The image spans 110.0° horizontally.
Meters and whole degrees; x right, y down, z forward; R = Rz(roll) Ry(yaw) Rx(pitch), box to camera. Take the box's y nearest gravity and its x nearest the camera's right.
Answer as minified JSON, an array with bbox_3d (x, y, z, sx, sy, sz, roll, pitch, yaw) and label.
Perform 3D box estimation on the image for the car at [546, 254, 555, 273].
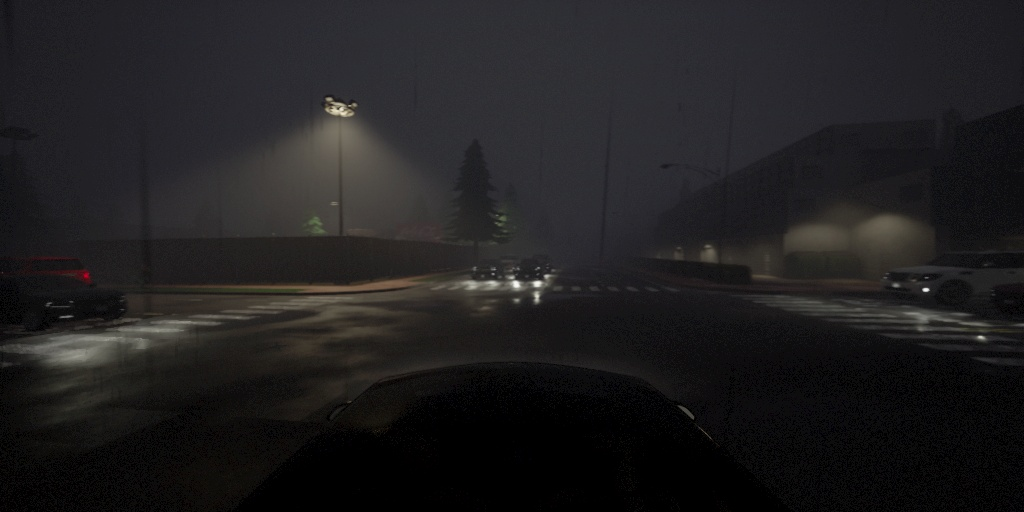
[{"bbox_3d":[3.153,0.781,39.064,2.150,2.045,5.566,0,0,10],"label":"car"}]

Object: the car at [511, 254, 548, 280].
[{"bbox_3d":[1.514,0.967,29.613,2.097,1.767,4.553,0,0,10],"label":"car"}]

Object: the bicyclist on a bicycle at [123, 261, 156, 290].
[{"bbox_3d":[-21.938,1.142,21.138,0.582,1.620,1.656,0,0,9],"label":"bicyclist on a bicycle"}]

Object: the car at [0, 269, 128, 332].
[{"bbox_3d":[-14.420,1.296,10.829,5.008,1.535,1.882,-1,0,9],"label":"car"}]

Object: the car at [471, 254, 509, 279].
[{"bbox_3d":[-1.920,0.994,30.292,2.097,1.767,4.553,0,0,10],"label":"car"}]

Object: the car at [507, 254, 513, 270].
[{"bbox_3d":[-0.346,0.811,39.381,2.150,2.045,5.566,0,0,10],"label":"car"}]

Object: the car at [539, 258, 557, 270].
[{"bbox_3d":[4.978,1.046,49.345,2.033,1.411,5.357,0,0,10],"label":"car"}]

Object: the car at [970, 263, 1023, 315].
[{"bbox_3d":[16.936,1.045,10.045,5.008,1.535,1.882,0,0,9],"label":"car"}]

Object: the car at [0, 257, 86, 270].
[{"bbox_3d":[-21.701,1.081,15.768,5.566,2.045,2.150,-1,0,9],"label":"car"}]

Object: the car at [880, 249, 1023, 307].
[{"bbox_3d":[17.662,0.767,13.488,5.566,2.045,2.150,0,0,10],"label":"car"}]
